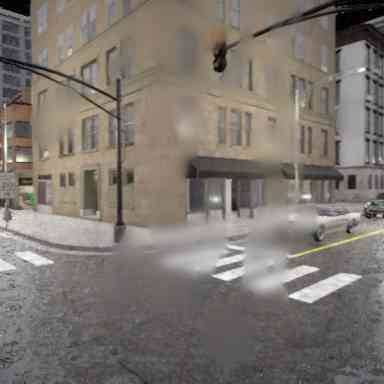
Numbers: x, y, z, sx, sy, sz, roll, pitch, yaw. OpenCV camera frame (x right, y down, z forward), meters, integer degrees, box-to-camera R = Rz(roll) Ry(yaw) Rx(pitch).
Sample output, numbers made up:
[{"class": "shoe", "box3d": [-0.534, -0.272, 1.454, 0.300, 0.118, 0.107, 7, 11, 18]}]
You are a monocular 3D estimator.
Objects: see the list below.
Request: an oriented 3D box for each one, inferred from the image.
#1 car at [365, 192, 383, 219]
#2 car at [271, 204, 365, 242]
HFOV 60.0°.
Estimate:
[{"class": "car", "box3d": [12.615, 0.755, 20.991, 4.553, 1.767, 2.097, -2, 2, -43]}, {"class": "car", "box3d": [5.451, 1.221, 14.403, 4.718, 1.301, 1.895, -2, 2, -43]}]
